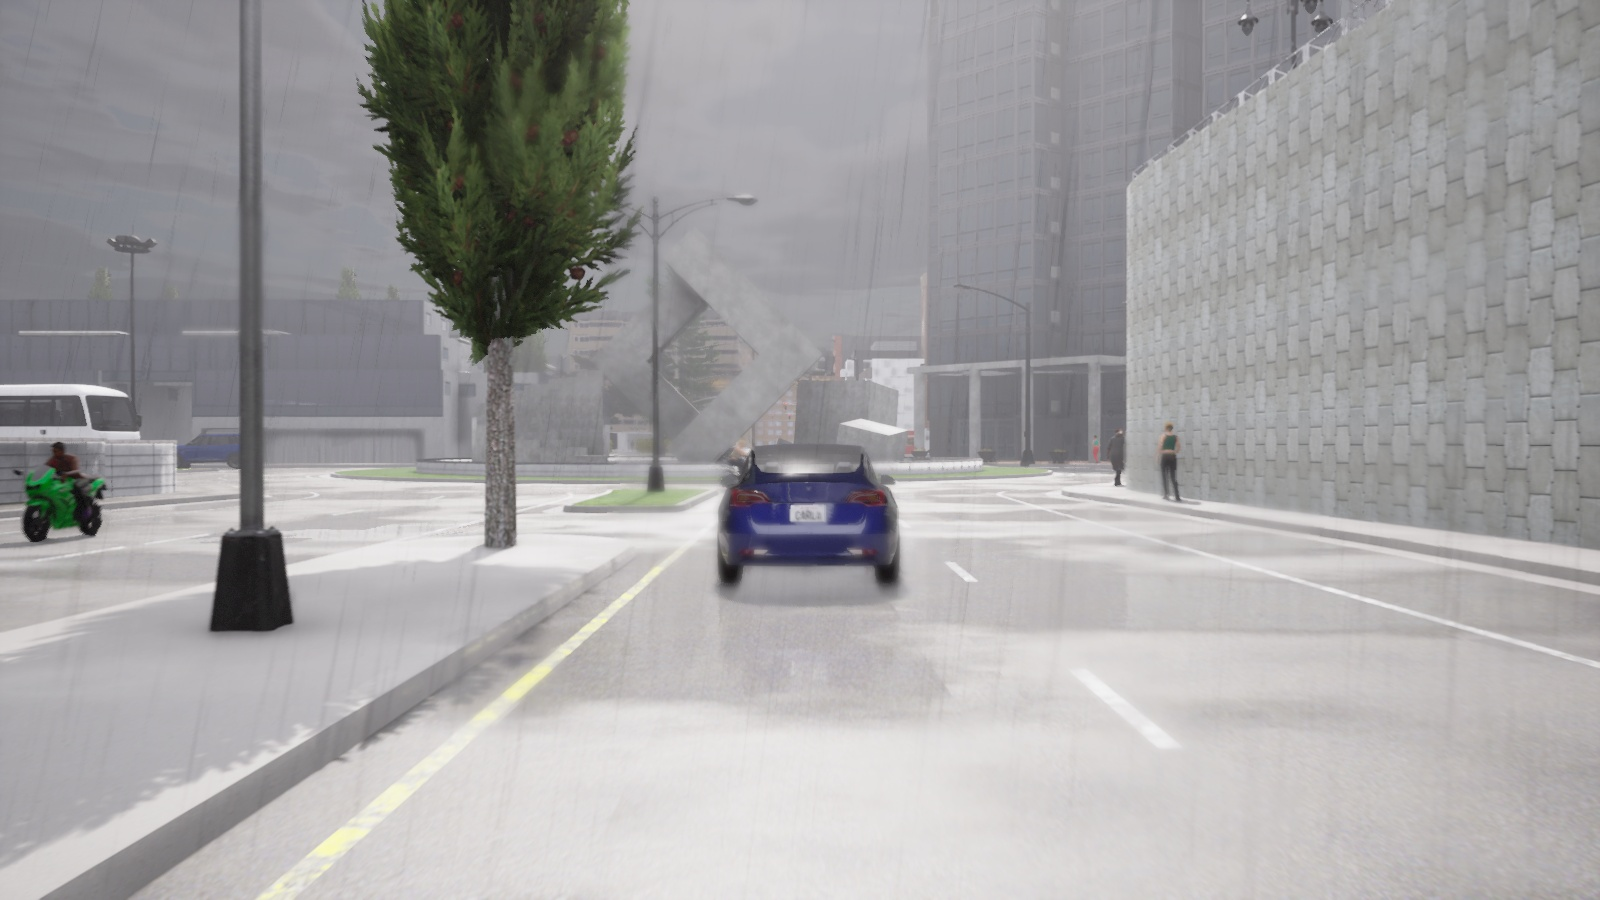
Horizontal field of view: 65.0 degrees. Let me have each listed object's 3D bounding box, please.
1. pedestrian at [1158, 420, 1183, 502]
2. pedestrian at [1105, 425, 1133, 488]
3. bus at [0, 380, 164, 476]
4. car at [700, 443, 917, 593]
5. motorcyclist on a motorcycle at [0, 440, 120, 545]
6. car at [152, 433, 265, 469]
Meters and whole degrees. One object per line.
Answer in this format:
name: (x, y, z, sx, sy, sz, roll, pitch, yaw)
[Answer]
pedestrian: (8.472, 0.246, 28.725, 0.345, 1.836, 0.594, 0, 0, -3)
pedestrian: (9.977, 0.188, 39.263, 0.659, 1.952, 0.873, 0, 0, 29)
bus: (-35.696, -0.990, 58.782, 10.273, 4.253, 3.944, 0, 0, 10)
car: (0.098, 0.662, 14.886, 2.163, 1.488, 4.792, 0, 0, 0)
motorcyclist on a motorcycle: (-11.379, 0.611, 19.233, 0.797, 1.523, 2.044, 0, 0, 0)
car: (-34.212, 0.027, 72.774, 5.566, 2.045, 2.150, 0, 0, -12)
